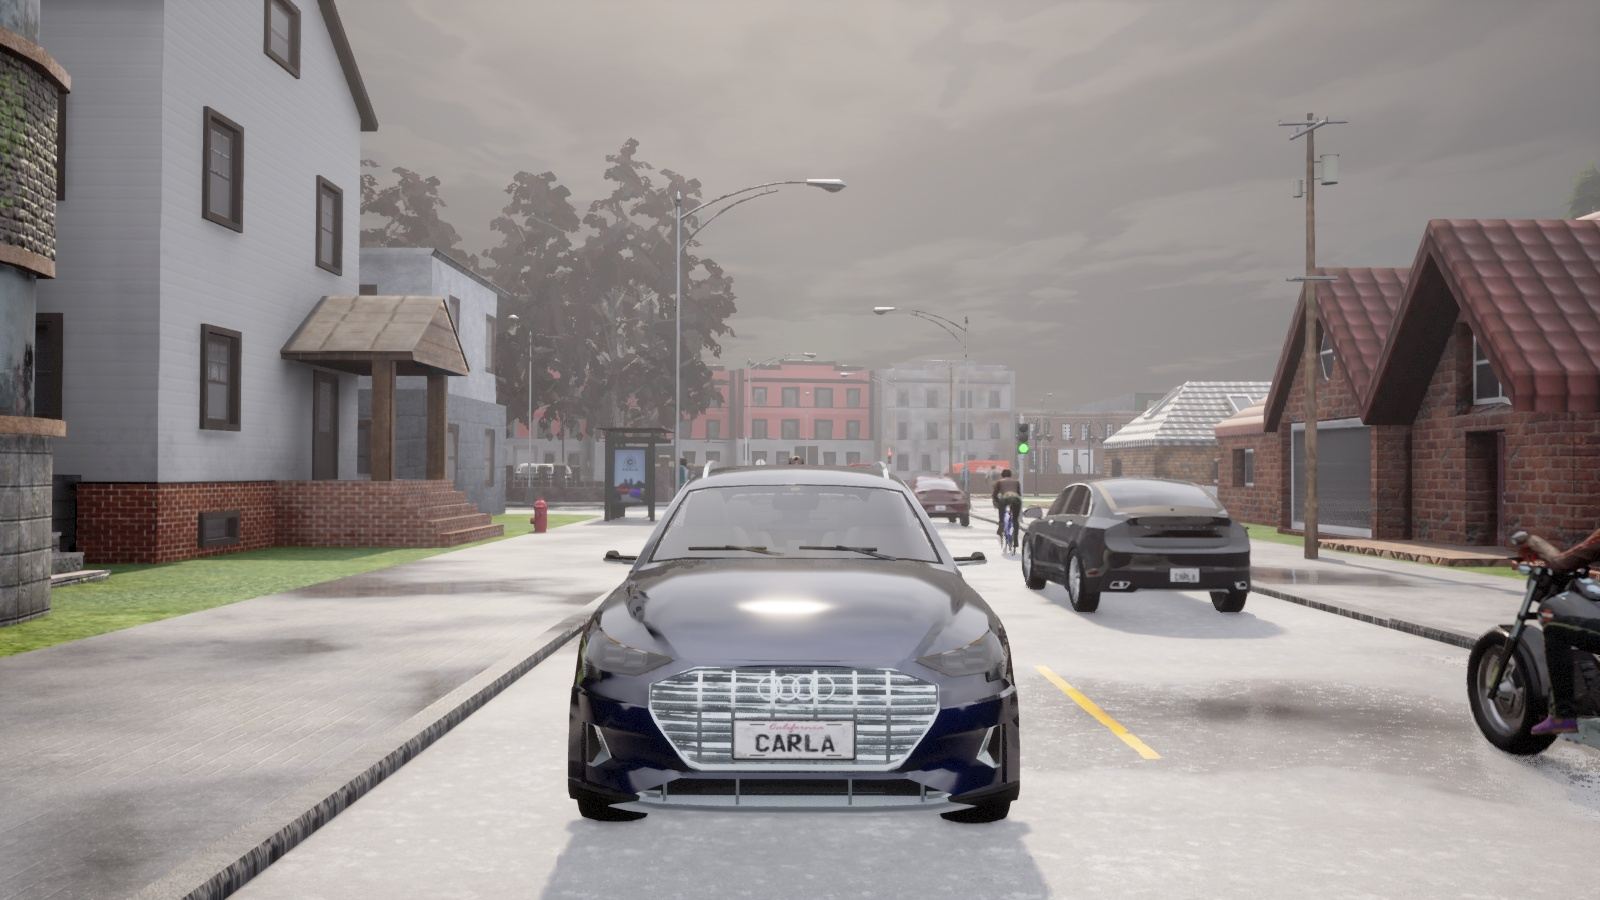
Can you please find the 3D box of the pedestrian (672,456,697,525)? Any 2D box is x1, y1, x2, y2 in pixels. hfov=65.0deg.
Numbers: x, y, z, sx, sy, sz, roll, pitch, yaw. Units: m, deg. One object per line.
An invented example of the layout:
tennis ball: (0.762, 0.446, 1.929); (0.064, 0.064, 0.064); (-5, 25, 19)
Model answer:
pedestrian: (-3.284, 1.134, 35.609); (0.396, 1.930, 0.692); (-1, -1, 27)

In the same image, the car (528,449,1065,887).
car: (-0.020, 0.865, 7.198); (2.033, 1.649, 4.856); (0, -1, 0)

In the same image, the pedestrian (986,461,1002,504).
pedestrian: (8.343, 1.392, 53.918); (0.540, 1.848, 0.694); (0, -1, -2)

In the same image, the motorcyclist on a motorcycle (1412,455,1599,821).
motorcyclist on a motorcycle: (3.983, 0.852, 6.190); (0.766, 1.649, 2.350); (0, -1, 0)

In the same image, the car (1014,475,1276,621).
car: (3.960, 1.060, 15.352); (1.837, 1.490, 4.892); (0, -1, 0)

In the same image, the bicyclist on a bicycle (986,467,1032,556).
bicyclist on a bicycle: (3.938, 1.150, 23.765); (0.582, 1.620, 1.656); (0, -1, 0)

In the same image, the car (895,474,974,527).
car: (3.905, 1.448, 37.207); (1.812, 1.442, 4.674); (0, -1, 0)
